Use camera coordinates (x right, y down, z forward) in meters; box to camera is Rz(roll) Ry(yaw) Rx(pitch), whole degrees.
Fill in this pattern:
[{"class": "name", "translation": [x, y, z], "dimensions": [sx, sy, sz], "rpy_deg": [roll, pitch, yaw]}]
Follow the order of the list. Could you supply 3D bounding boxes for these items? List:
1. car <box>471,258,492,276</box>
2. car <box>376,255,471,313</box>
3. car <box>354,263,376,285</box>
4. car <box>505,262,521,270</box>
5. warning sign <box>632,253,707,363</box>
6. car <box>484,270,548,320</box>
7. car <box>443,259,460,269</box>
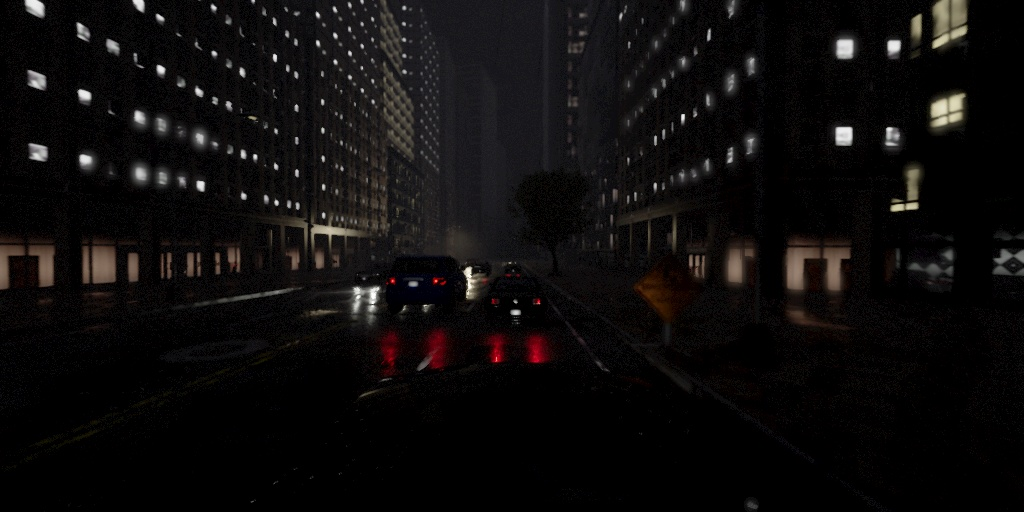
[{"class": "car", "translation": [-3.107, 1.245, 37.109], "dimensions": [2.128, 1.511, 4.902], "rpy_deg": [0, 0, 0]}, {"class": "car", "translation": [-3.135, 0.972, 14.083], "dimensions": [2.150, 2.045, 5.566], "rpy_deg": [0, 0, 0]}, {"class": "car", "translation": [-9.746, 1.238, 26.139], "dimensions": [2.128, 1.511, 4.902], "rpy_deg": [0, 0, 1]}, {"class": "car", "translation": [0.157, 1.357, 42.981], "dimensions": [1.895, 1.301, 4.718], "rpy_deg": [0, 0, 0]}, {"class": "warning sign", "translation": [2.854, 0.868, 6.627], "dimensions": [1.300, 1.860, 1.060], "rpy_deg": [0, 0, 0]}, {"class": "car", "translation": [0.119, 1.352, 12.642], "dimensions": [1.895, 1.301, 4.718], "rpy_deg": [0, 0, 0]}, {"class": "car", "translation": [-9.725, 1.259, 58.126], "dimensions": [1.837, 1.490, 4.892], "rpy_deg": [0, 0, 1]}]
